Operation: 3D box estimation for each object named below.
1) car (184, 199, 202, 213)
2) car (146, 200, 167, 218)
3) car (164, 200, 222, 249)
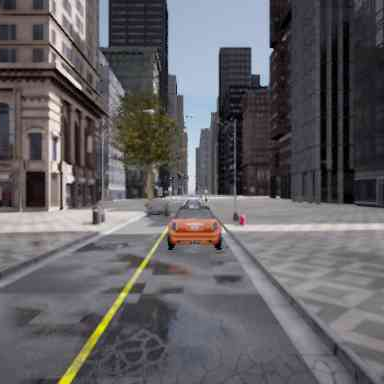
[{"bbox_3d":[0.105,1.566,38.417,1.994,1.385,4.181,0,0,0],"label":"car"},{"bbox_3d":[-2.996,1.505,30.376,1.837,1.490,4.892,0,0,0],"label":"car"},{"bbox_3d":[0.102,1.349,14.625,2.097,1.767,4.553,0,0,0],"label":"car"}]
